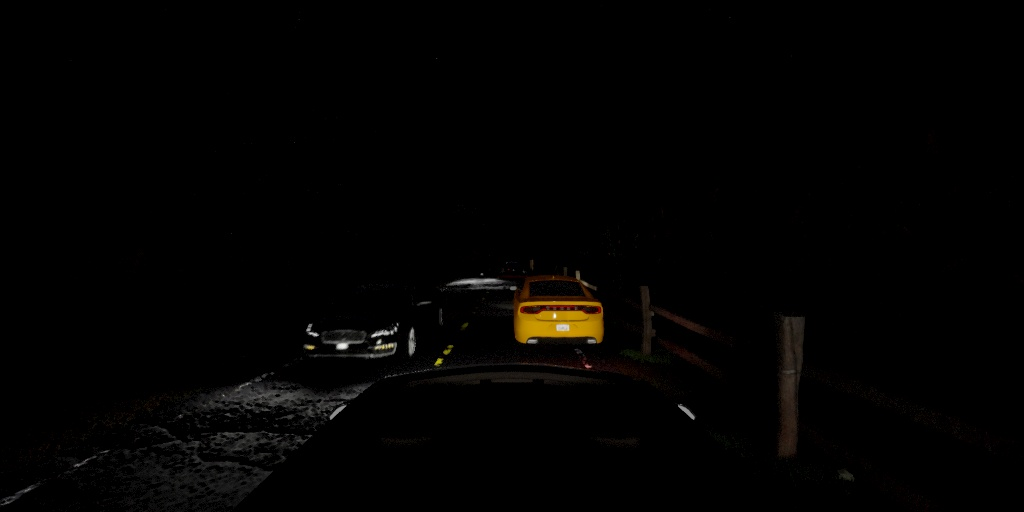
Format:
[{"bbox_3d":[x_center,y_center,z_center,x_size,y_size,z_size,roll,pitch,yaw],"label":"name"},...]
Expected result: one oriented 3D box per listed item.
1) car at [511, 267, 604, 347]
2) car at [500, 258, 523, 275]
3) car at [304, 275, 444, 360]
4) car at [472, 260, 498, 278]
[{"bbox_3d":[0.982,1.227,9.367,1.882,1.535,5.008,0,0,0],"label":"car"},{"bbox_3d":[0.165,1.219,38.340,2.128,1.511,4.902,0,0,0],"label":"car"},{"bbox_3d":[-2.834,1.254,8.425,1.837,1.490,4.892,0,0,0],"label":"car"},{"bbox_3d":[-2.675,1.332,34.156,1.895,1.301,4.718,0,0,0],"label":"car"}]
